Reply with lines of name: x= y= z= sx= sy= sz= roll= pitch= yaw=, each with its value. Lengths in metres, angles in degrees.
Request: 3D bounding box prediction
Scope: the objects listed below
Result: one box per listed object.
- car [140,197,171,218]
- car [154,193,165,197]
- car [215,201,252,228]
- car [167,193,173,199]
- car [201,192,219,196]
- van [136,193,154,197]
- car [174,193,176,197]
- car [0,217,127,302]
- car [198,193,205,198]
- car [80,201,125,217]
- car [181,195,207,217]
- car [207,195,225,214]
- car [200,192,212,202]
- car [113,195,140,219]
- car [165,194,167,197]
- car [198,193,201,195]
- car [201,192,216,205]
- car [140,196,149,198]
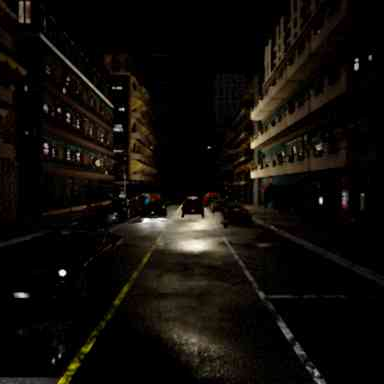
car: x=-3.077 y=1.401 z=27.978 sx=1.994 sy=1.385 sz=4.181 roll=0 pitch=0 yaw=0
car: x=-5.702 y=1.033 z=48.707 sx=2.192 sy=1.841 sz=5.009 roll=-1 pitch=0 yaw=0
car: x=2.677 y=1.461 z=20.672 sx=1.802 sy=1.307 sz=4.206 roll=-1 pitch=0 yaw=0
car: x=-5.712 y=1.172 z=71.117 sx=1.802 sy=1.307 sz=4.206 roll=-1 pitch=0 yaw=0
car: x=2.669 y=1.065 z=43.078 sx=2.192 sy=1.841 sz=5.009 roll=-1 pitch=0 yaw=0
van: x=-5.676 y=1.124 z=37.504 sx=1.690 sy=1.788 sz=3.998 roll=-1 pitch=0 yaw=0
car: x=-5.715 y=1.046 z=87.923 sx=2.008 sy=1.369 sz=4.403 roll=-1 pitch=0 yaw=0
car: x=-3.094 y=1.553 z=8.240 sx=1.895 sy=1.301 sz=4.718 roll=0 pitch=0 yaw=0
car: x=2.664 y=0.987 z=93.667 sx=1.752 sy=1.417 sz=4.829 roll=-1 pitch=0 yaw=0
car: x=-5.670 y=1.461 z=20.700 sx=1.802 sy=1.307 sz=4.206 roll=-1 pitch=0 yaw=0
car: x=0.087 y=1.309 z=28.938 sx=1.882 sy=1.535 sz=5.008 roll=0 pitch=1 yaw=0
car: x=2.674 y=1.339 z=32.046 sx=1.752 sy=1.417 sz=4.829 roll=-1 pitch=0 yaw=0
car: x=2.666 y=0.936 z=65.486 sx=2.192 sy=1.841 sz=5.009 roll=-1 pitch=0 yaw=0
car: x=-5.673 y=1.287 z=26.300 sx=1.967 sy=1.590 sz=4.097 roll=-1 pitch=0 yaw=0
car: x=-5.717 y=1.237 z=54.311 sx=2.008 sy=1.369 sz=4.403 roll=-1 pitch=0 yaw=0
car: x=0.087 y=1.287 z=44.767 sx=2.033 sy=1.411 sz=5.357 roll=0 pitch=0 yaw=0
car: x=2.667 y=1.000 z=54.282 sx=2.192 sy=1.841 sz=5.009 roll=-1 pitch=0 yaw=0
car: x=-5.673 y=1.366 z=31.903 sx=2.008 sy=1.369 sz=4.403 roll=-1 pitch=0 yaw=0
